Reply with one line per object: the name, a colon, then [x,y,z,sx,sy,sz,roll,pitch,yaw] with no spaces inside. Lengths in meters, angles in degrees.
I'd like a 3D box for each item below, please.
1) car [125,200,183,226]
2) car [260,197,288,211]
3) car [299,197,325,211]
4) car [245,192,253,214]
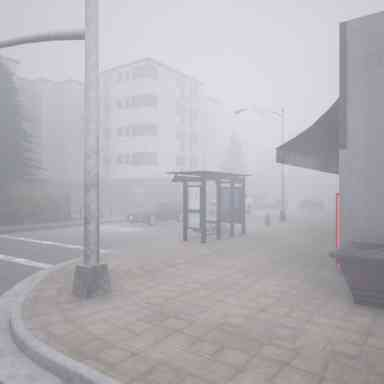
car: [-2.290,1.328,22.146,1.837,1.490,4.892,0,0,36]
car: [9.532,1.301,38.548,1.882,1.535,5.008,0,0,36]
car: [13.763,1.328,38.179,1.837,1.490,4.892,0,0,36]
car: [3.592,1.045,30.331,2.150,2.045,5.566,0,0,36]
